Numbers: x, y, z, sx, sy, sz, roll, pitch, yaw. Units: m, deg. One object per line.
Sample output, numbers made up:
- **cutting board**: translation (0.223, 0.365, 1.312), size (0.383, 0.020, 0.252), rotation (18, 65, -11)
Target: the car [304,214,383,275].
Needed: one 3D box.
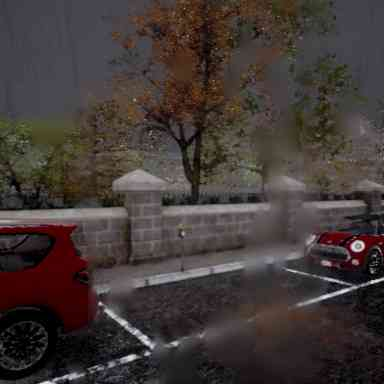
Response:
- **car**: translation (5.345, 1.453, 10.385), size (4.097, 1.590, 1.967), rotation (0, 0, -36)

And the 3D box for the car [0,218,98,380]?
- **car**: translation (-3.663, 1.313, 3.950), size (5.009, 1.841, 2.192), rotation (0, 0, -36)
